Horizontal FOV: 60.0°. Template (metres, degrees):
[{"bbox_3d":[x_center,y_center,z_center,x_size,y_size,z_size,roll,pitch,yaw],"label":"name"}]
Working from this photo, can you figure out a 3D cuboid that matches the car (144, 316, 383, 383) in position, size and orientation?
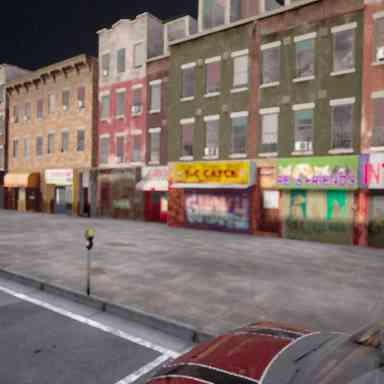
[{"bbox_3d":[1.427,1.444,1.794,4.097,1.590,1.967,1,1,35],"label":"car"}]
